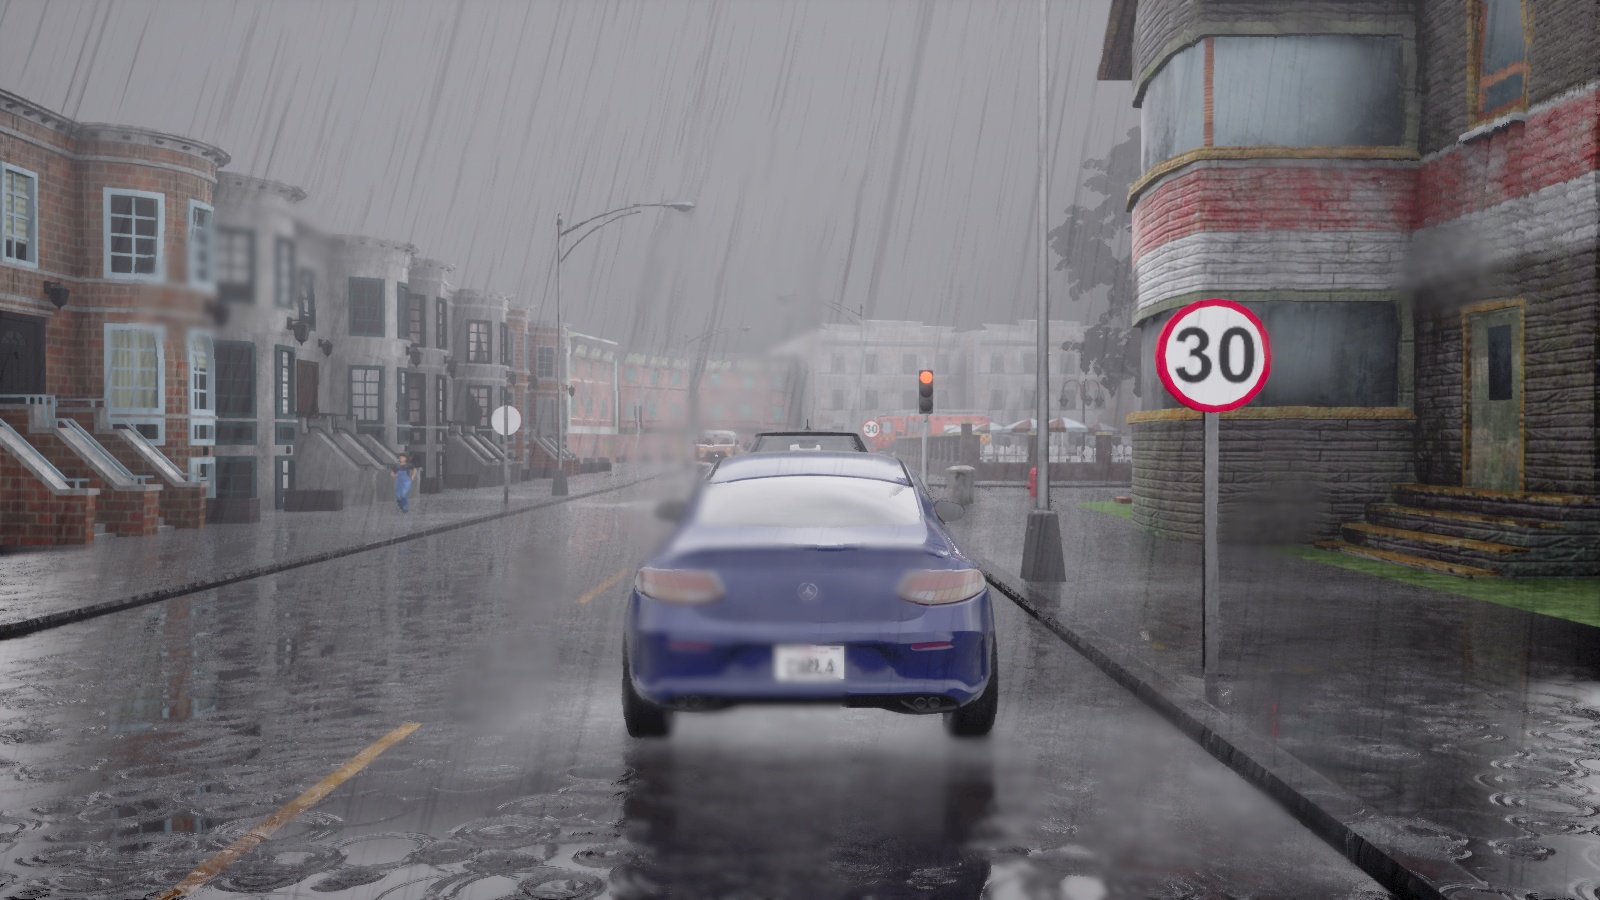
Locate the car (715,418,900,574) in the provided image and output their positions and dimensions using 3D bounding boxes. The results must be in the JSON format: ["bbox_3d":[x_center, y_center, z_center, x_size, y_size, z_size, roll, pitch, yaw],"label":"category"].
[{"bbox_3d":[0.102,0.512,16.547,2.097,1.767,4.553,0,0,0],"label":"car"}]

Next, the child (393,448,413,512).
[{"bbox_3d":[-7.908,0.589,25.021,0.270,1.263,0.437,0,0,1],"label":"child"}]

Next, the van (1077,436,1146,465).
[{"bbox_3d":[22.046,0.015,89.081,4.442,1.987,1.775,0,0,0],"label":"van"}]

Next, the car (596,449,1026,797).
[{"bbox_3d":[0.058,0.729,7.638,1.812,1.442,4.674,0,0,0],"label":"car"}]

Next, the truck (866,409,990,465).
[{"bbox_3d":[9.018,-0.916,89.121,8.468,3.827,2.891,0,0,0],"label":"truck"}]

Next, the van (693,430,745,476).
[{"bbox_3d":[-3.689,0.143,58.025,2.069,2.038,4.480,0,0,0],"label":"van"}]
